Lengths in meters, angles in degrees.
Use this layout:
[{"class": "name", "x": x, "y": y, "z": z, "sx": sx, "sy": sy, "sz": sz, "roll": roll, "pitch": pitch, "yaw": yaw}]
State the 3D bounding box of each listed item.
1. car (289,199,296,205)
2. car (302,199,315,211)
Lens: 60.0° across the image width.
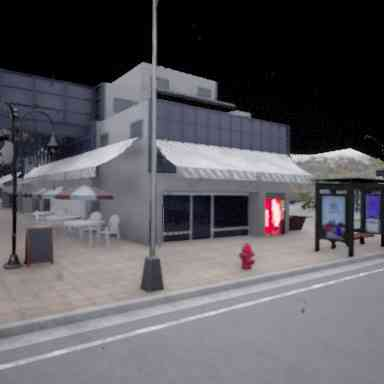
[{"class": "car", "x": 21.595, "y": 2.209, "z": 74.362, "sx": 3.633, "sy": 1.501, "sz": 1.845, "roll": 1, "pitch": 0, "yaw": -36}, {"class": "car", "x": 18.120, "y": 1.835, "z": 48.101, "sx": 5.027, "sy": 1.636, "sz": 2.152, "roll": 1, "pitch": 0, "yaw": -36}]
